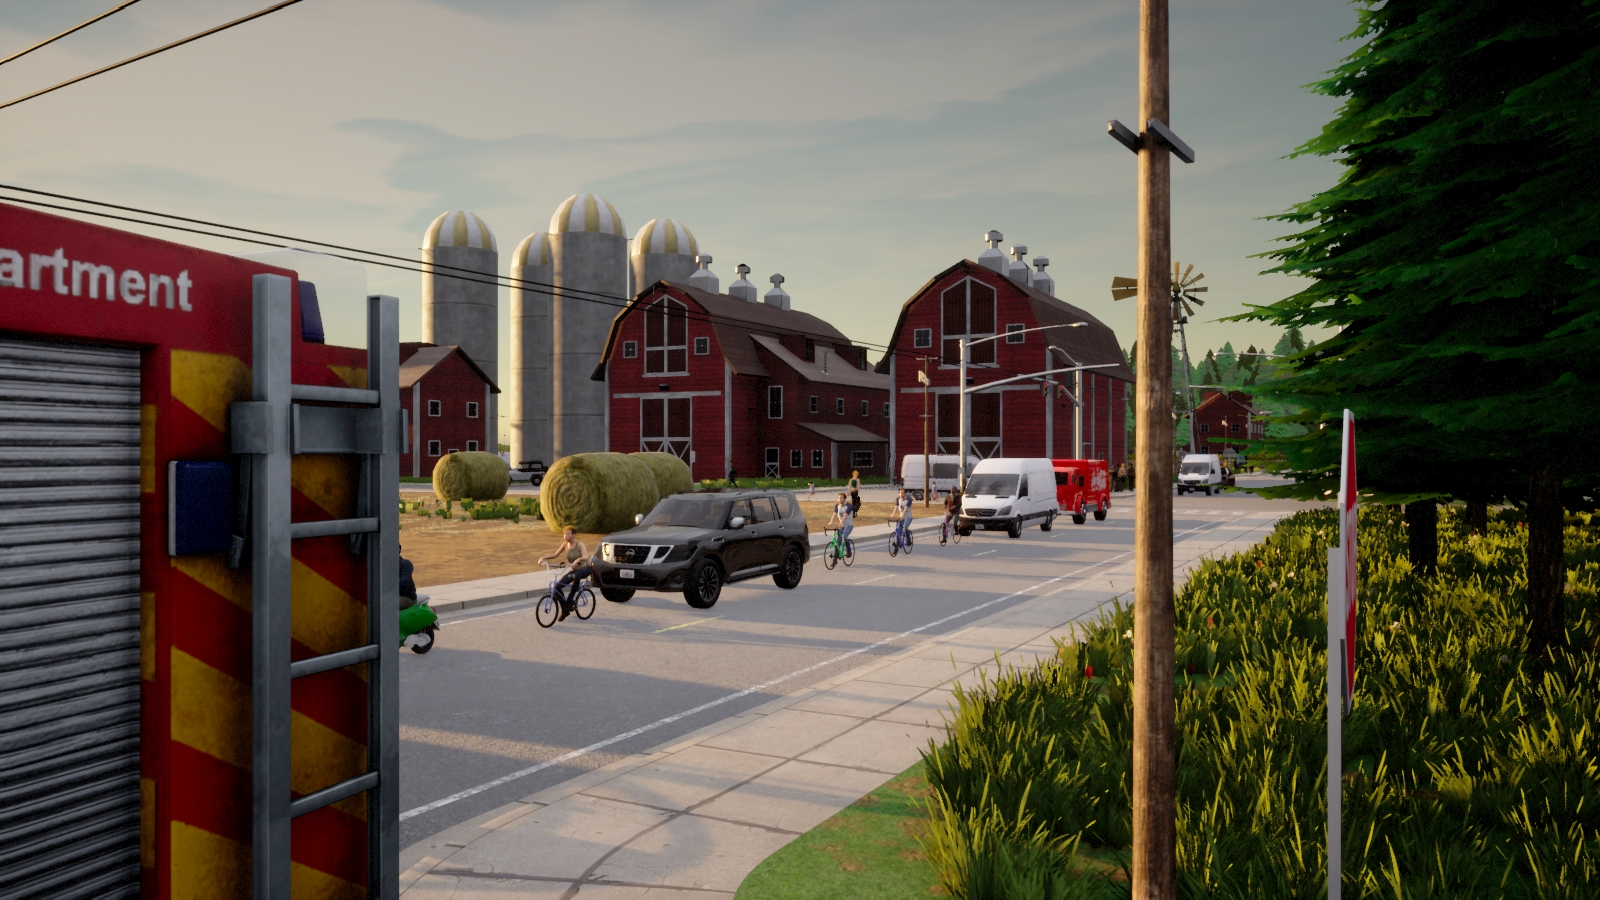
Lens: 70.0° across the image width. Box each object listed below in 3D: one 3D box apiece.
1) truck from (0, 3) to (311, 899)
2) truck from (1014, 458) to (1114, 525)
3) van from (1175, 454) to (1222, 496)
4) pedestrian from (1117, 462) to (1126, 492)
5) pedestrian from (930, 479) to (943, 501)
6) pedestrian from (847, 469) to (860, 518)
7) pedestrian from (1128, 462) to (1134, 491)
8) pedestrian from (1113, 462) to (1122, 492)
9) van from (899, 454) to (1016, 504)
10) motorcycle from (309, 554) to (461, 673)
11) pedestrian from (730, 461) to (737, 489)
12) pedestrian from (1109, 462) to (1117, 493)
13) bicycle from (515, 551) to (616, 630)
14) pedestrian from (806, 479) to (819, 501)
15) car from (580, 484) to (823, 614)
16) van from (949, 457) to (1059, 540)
[{"bbox_3d":[-6.018,0.867,3.737,8.468,3.827,2.891,0,0,20],"label":"truck"},{"bbox_3d":[10.573,1.568,45.387,2.627,2.467,5.204,0,0,28],"label":"truck"},{"bbox_3d":[25.696,1.534,73.536,1.988,2.561,5.915,0,0,28],"label":"van"},{"bbox_3d":[20.110,1.696,71.408,0.375,1.860,0.375,0,0,-37],"label":"pedestrian"},{"bbox_3d":[6.928,2.051,58.078,0.500,1.100,0.500,0,0,-19],"label":"pedestrian"},{"bbox_3d":[2.060,1.679,44.198,0.375,1.860,0.375,0,0,31],"label":"pedestrian"},{"bbox_3d":[21.448,1.694,73.997,0.375,1.860,0.375,0,0,22],"label":"pedestrian"},{"bbox_3d":[20.032,1.695,72.035,0.375,1.860,0.375,0,0,-23],"label":"pedestrian"},{"bbox_3d":[8.438,1.507,61.283,5.915,2.561,1.988,0,0,26],"label":"van"},{"bbox_3d":[-5.536,2.142,15.339,0.856,1.316,1.805,0,0,28],"label":"motorcycle"},{"bbox_3d":[-4.454,1.669,76.392,0.375,1.860,0.375,0,0,29],"label":"pedestrian"},{"bbox_3d":[19.408,1.695,70.817,0.375,1.860,0.375,0,0,36],"label":"pedestrian"},{"bbox_3d":[-3.798,2.256,18.609,0.859,1.080,1.487,0,0,28],"label":"bicycle"},{"bbox_3d":[0.626,2.054,58.457,0.500,1.100,0.500,0,0,24],"label":"pedestrian"},{"bbox_3d":[-1.724,1.779,22.454,2.150,2.045,5.566,0,0,27],"label":"car"},{"bbox_3d":[7.076,1.534,38.964,1.988,2.561,5.915,0,0,28],"label":"van"}]
